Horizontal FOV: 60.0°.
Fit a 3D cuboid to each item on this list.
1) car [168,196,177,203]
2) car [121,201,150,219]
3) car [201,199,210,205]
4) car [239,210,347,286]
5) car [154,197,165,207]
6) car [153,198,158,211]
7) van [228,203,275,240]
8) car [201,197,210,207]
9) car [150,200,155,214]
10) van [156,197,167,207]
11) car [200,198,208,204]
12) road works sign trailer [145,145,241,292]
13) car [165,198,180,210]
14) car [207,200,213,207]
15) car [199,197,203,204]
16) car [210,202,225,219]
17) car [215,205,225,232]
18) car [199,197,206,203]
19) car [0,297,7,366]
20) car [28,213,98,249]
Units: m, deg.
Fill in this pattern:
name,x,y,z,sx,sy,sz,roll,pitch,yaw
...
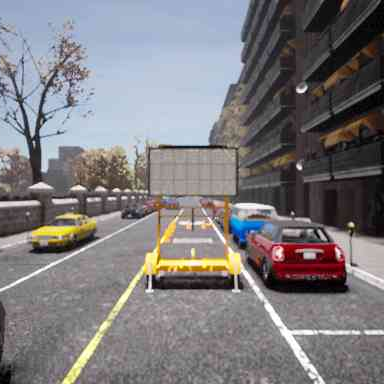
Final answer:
name,x,y,z,sx,sy,sz,roll,pitch,yaw
car,-5.467,2.090,94.087,2.192,1.841,5.009,0,-1,0
car,-5.608,1.807,32.157,1.947,1.339,4.313,0,0,0
car,2.862,2.146,71.546,1.802,1.307,4.206,0,-1,0
car,2.720,1.509,9.616,1.967,1.590,4.097,0,0,0
car,-5.570,1.814,49.044,1.967,1.590,4.097,0,0,0
car,-5.583,1.871,43.416,1.887,1.381,4.507,0,0,0
van,2.733,1.451,15.248,1.690,1.788,3.998,0,0,0
car,2.823,1.998,54.655,1.802,1.307,4.206,0,-1,0
car,-5.596,1.864,37.787,1.802,1.307,4.206,0,0,0
van,-5.545,1.814,60.307,1.690,1.788,3.998,0,-1,0
car,2.887,2.230,82.807,1.947,1.339,4.313,0,-1,0
road works sign trailer,0.027,0.531,9.080,2.380,3.560,2.880,0,0,0
car,-2.887,1.952,50.798,1.994,1.385,4.181,0,-1,0
car,2.772,1.779,32.137,1.887,1.381,4.507,0,0,0
car,2.848,1.955,65.917,1.967,1.590,4.097,0,-1,0
car,2.759,1.743,26.507,2.008,1.369,4.403,0,0,0
car,2.746,1.717,20.876,1.947,1.339,4.313,0,0,0
car,2.913,2.208,94.067,1.967,1.590,4.097,0,-1,0
car,-3.088,1.522,1.971,1.837,1.490,4.892,0,0,0
car,-5.647,1.641,15.096,1.752,1.417,4.829,0,0,0
